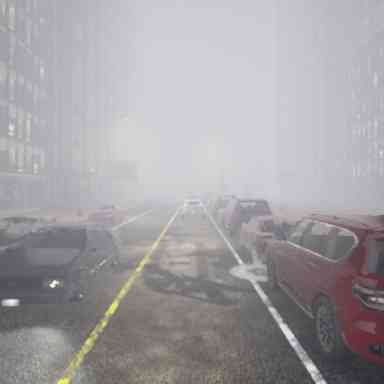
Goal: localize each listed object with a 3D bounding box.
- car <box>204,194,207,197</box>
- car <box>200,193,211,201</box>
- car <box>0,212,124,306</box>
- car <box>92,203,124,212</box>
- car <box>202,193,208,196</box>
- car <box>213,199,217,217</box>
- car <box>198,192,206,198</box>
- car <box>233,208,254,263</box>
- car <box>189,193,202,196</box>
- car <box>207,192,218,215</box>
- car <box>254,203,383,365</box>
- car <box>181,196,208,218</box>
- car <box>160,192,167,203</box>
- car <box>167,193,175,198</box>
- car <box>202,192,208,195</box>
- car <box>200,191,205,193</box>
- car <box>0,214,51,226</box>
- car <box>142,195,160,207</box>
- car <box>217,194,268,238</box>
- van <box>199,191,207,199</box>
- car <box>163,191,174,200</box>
[{"bbox_3d":[2.707,1.254,38.977,2.008,1.369,4.403,0,0,0],"label":"car"},{"bbox_3d":[2.715,0.931,66.671,1.967,1.590,4.097,0,0,0],"label":"car"},{"bbox_3d":[-3.090,1.483,8.336,2.033,1.411,5.357,0,0,0],"label":"car"},{"bbox_3d":[-5.678,1.412,22.361,1.802,1.307,4.206,0,0,0],"label":"car"},{"bbox_3d":[2.709,1.185,44.686,1.752,1.417,4.829,0,0,0],"label":"car"},{"bbox_3d":[2.702,1.396,22.360,1.947,1.339,4.313,0,0,0],"label":"car"},{"bbox_3d":[2.722,0.760,88.828,1.967,1.590,4.097,0,0,0],"label":"car"},{"bbox_3d":[2.698,1.459,11.280,1.887,1.381,4.507,0,0,0],"label":"car"},{"bbox_3d":[0.116,1.173,46.227,1.812,1.442,4.674,0,0,0],"label":"car"},{"bbox_3d":[2.705,1.103,27.897,2.192,1.841,5.009,0,0,0],"label":"car"},{"bbox_3d":[2.698,1.271,5.740,2.192,1.841,5.009,0,0,0],"label":"car"},{"bbox_3d":[0.103,1.318,27.242,1.812,1.442,4.674,0,1,0],"label":"car"},{"bbox_3d":[-5.668,1.158,55.596,1.802,1.307,4.206,0,0,0],"label":"car"},{"bbox_3d":[-5.659,0.864,88.831,1.887,1.381,4.507,0,0,0],"label":"car"},{"bbox_3d":[2.712,1.142,55.594,1.947,1.339,4.313,0,0,0],"label":"car"},{"bbox_3d":[2.715,0.848,61.131,2.192,1.841,5.009,0,0,0],"label":"car"},{"bbox_3d":[-5.682,1.465,11.282,2.008,1.369,4.403,0,0,0],"label":"car"},{"bbox_3d":[-5.672,1.243,44.518,1.802,1.307,4.206,0,0,0],"label":"car"},{"bbox_3d":[2.701,1.187,16.819,2.192,1.841,5.009,0,0,0],"label":"car"},{"bbox_3d":[2.721,0.703,83.288,1.690,1.788,3.998,0,0,0],"label":"van"},{"bbox_3d":[-5.663,0.763,72.212,2.192,1.841,5.009,0,0,0],"label":"car"}]
